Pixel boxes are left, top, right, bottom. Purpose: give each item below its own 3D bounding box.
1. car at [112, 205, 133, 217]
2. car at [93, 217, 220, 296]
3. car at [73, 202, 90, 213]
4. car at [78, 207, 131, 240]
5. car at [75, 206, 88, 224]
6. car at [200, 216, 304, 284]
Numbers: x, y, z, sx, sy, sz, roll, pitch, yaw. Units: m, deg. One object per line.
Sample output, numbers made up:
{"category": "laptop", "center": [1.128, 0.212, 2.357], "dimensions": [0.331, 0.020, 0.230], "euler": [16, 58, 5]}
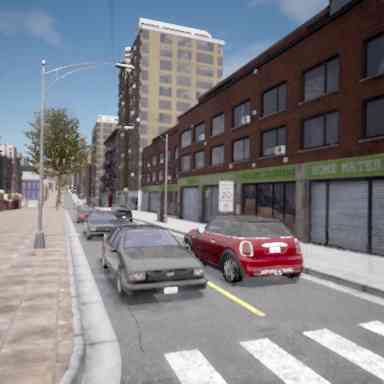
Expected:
{"category": "car", "center": [-6.888, 2.031, 31.615], "dimensions": [1.837, 1.490, 4.892], "euler": [1, -2, -21]}
{"category": "car", "center": [-1.386, 1.650, 9.275], "dimensions": [2.033, 1.411, 5.357], "euler": [1, -1, -21]}
{"category": "car", "center": [-14.383, 1.929, 43.074], "dimensions": [1.895, 1.301, 4.718], "euler": [1, -2, -21]}
{"category": "car", "center": [-5.140, 1.801, 18.961], "dimensions": [2.033, 1.411, 5.357], "euler": [1, -1, -21]}
{"category": "car", "center": [-9.036, 2.001, 28.988], "dimensions": [1.994, 1.385, 4.181], "euler": [1, -1, -22]}
{"category": "car", "center": [1.335, 1.515, 10.427], "dimensions": [2.097, 1.767, 4.553], "euler": [1, -1, -21]}
